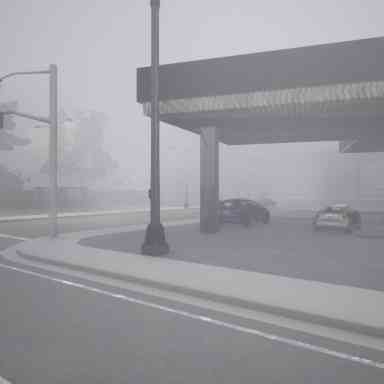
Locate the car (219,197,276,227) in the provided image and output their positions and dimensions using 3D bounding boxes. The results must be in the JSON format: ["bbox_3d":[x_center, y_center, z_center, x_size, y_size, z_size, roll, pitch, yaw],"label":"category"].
[{"bbox_3d":[3.411,1.295,22.040,2.242,1.667,4.611,0,0,37],"label":"car"}]

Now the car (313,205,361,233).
[{"bbox_3d":[8.485,1.456,19.241,1.970,1.475,3.806,0,0,37],"label":"car"}]

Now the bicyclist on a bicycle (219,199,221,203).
[{"bbox_3d":[2.531,1.387,29.695,0.582,1.620,1.656,0,-9,-36],"label":"bicyclist on a bicycle"}]

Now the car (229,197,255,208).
[{"bbox_3d":[7.508,1.505,49.829,1.837,1.490,4.892,0,0,36],"label":"car"}]
